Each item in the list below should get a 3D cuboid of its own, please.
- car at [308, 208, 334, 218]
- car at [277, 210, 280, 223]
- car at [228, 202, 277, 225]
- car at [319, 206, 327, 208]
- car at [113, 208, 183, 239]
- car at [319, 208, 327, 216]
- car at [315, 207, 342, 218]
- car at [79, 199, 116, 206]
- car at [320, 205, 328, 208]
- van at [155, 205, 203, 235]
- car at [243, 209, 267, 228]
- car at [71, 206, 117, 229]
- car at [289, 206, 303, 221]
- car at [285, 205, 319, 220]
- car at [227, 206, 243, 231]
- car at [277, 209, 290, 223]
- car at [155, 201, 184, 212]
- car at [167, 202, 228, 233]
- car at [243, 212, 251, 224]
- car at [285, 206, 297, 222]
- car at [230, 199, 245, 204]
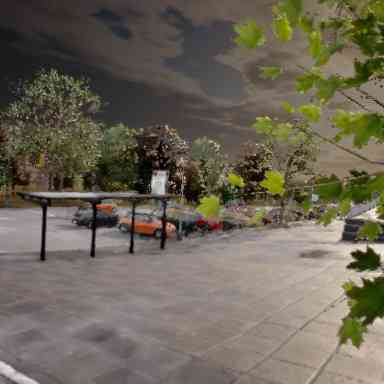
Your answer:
[{"bbox_3d":[26.297,4.280,67.980,4.792,1.488,2.163,6,2,16],"label":"car"},{"bbox_3d":[8.906,3.315,43.580,4.792,1.488,2.163,6,2,16],"label":"car"},{"bbox_3d":[7.183,2.950,41.131,5.566,2.045,2.435,6,2,16],"label":"car"},{"bbox_3d":[22.661,4.019,63.143,5.366,1.575,1.946,6,2,16],"label":"car"},{"bbox_3d":[-3.481,2.550,26.555,4.553,1.767,2.185,6,2,16],"label":"car"},{"bbox_3d":[21.275,3.953,60.611,5.366,1.575,1.946,6,1,16],"label":"car"},{"bbox_3d":[29.812,4.471,72.860,5.008,1.535,2.097,6,1,16],"label":"car"},{"bbox_3d":[-11.158,1.625,39.470,2.097,1.767,4.553,6,1,36],"label":"car"},{"bbox_3d":[24.579,3.894,65.531,5.566,2.045,2.435,6,2,16],"label":"car"},{"bbox_3d":[-1.763,2.531,28.989,4.442,1.987,1.878,6,2,16],"label":"van"},{"bbox_3d":[5.562,3.127,38.656,5.366,1.575,1.946,6,2,16],"label":"car"},{"bbox_3d":[-8.044,2.270,28.874,1.837,1.490,4.892,6,1,37],"label":"car"},{"bbox_3d":[14.099,3.421,50.908,4.553,1.767,2.185,6,1,16],"label":"car"},{"bbox_3d":[17.660,3.491,55.772,5.566,2.045,2.435,6,1,16],"label":"car"},{"bbox_3d":[1.921,2.693,33.818,5.566,2.045,2.435,6,2,16],"label":"car"},{"bbox_3d":[10.630,3.373,46.016,4.892,1.521,2.231,6,2,16],"label":"car"},{"bbox_3d":[-3.364,2.218,50.284,1.994,1.385,4.181,6,2,36],"label":"car"},{"bbox_3d":[0.098,2.601,31.391,5.566,2.045,2.435,6,2,16],"label":"car"},{"bbox_3d":[3.623,3.066,36.273,4.674,1.452,2.002,6,2,16],"label":"car"},{"bbox_3d":[12.413,3.337,48.445,4.553,1.767,2.185,6,2,16],"label":"car"},{"bbox_3d":[8.761,2.523,67.049,2.150,2.045,5.566,6,1,36],"label":"car"}]
